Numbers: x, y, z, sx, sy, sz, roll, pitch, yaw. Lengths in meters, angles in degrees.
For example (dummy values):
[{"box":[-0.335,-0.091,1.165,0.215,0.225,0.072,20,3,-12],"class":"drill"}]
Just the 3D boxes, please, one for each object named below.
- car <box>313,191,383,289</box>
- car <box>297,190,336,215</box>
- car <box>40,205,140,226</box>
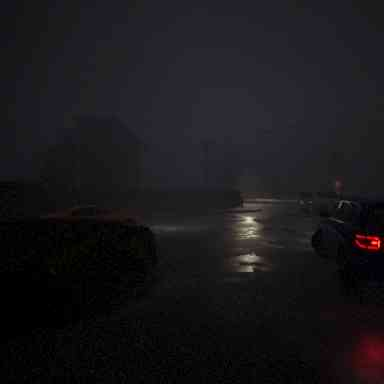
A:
[{"box":[4.757,1.105,8.722,2.150,2.045,5.566,0,1,13],"class":"car"},{"box":[11.480,0.881,27.608,5.566,2.045,2.150,-1,-1,-16],"class":"car"},{"box":[-5.075,1.401,16.931,5.008,1.535,1.882,-1,1,-35],"class":"car"}]
